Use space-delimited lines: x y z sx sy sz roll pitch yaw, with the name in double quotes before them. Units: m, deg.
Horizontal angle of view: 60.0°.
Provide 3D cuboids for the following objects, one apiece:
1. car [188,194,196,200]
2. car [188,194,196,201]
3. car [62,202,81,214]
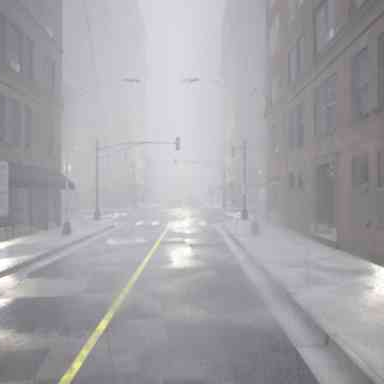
"car" -0.018 1.315 89.227 1.895 1.301 4.718 0 0 0
"car" -0.016 1.436 78.774 2.033 1.411 5.357 0 0 0
"car" -14.585 1.746 37.028 4.206 1.307 1.802 -1 0 0
